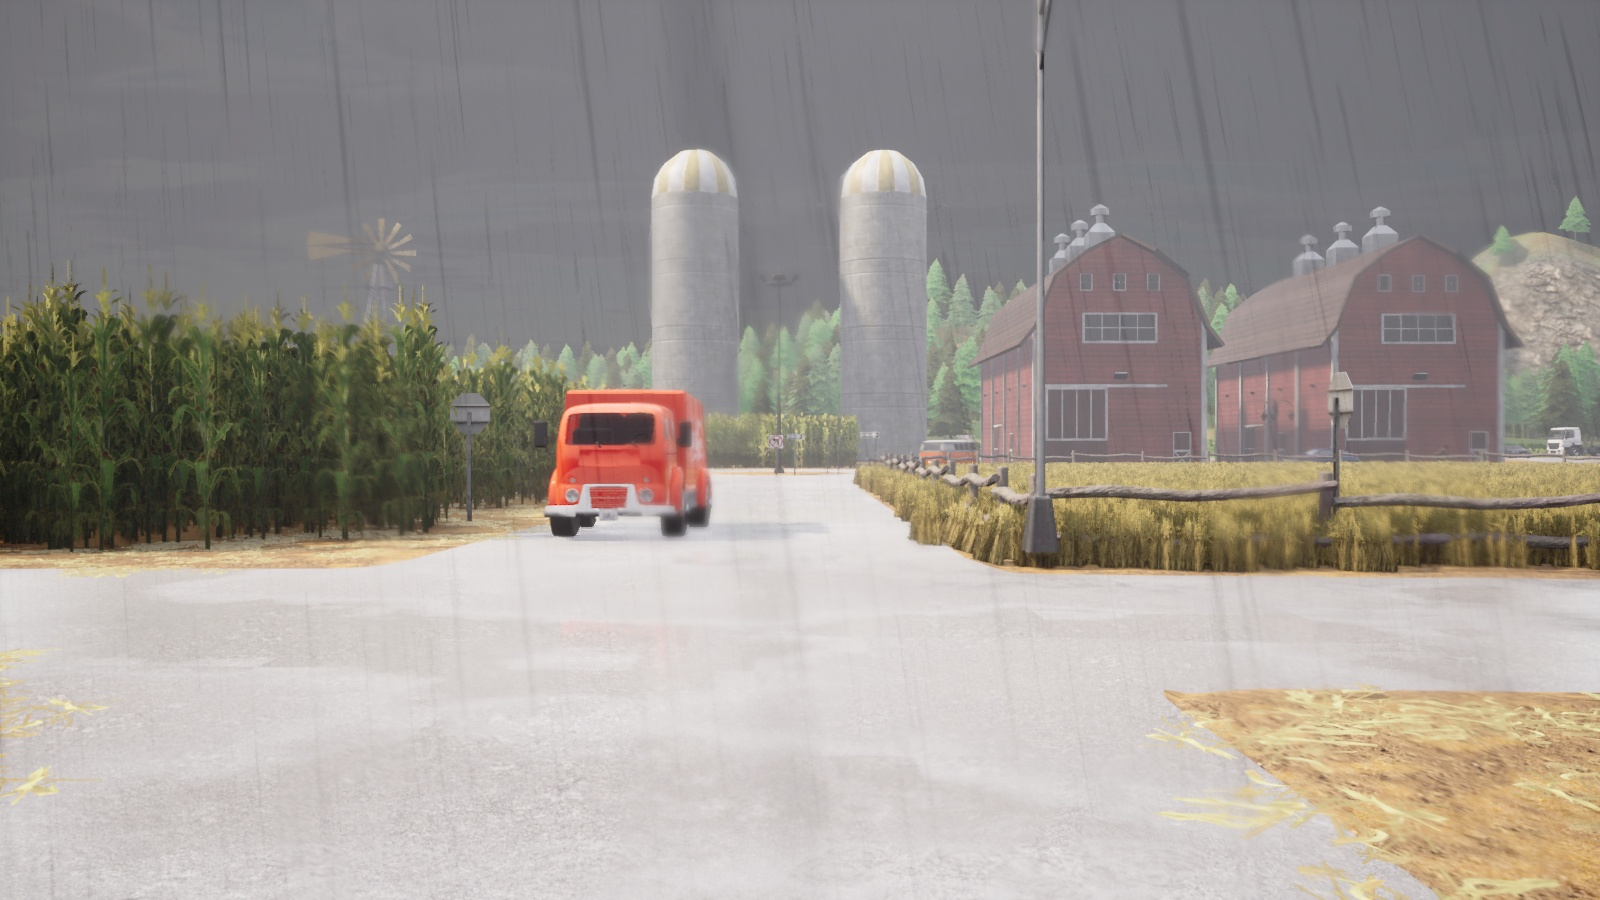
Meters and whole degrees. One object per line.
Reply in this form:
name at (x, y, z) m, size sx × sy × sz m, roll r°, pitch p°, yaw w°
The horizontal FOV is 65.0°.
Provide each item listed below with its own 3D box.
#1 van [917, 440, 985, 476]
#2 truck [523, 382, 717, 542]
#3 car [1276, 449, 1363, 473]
van at (8.646, 0.416, 71.628) m, size 1.775 × 1.987 × 4.442 m, roll 0°, pitch 0°, yaw 38°
truck at (-2.955, 0.199, 21.995) m, size 2.627 × 2.467 × 5.204 m, roll 0°, pitch 0°, yaw 0°
car at (32.438, 0.675, 78.460) m, size 4.674 × 1.442 × 1.812 m, roll 0°, pitch 0°, yaw -1°
